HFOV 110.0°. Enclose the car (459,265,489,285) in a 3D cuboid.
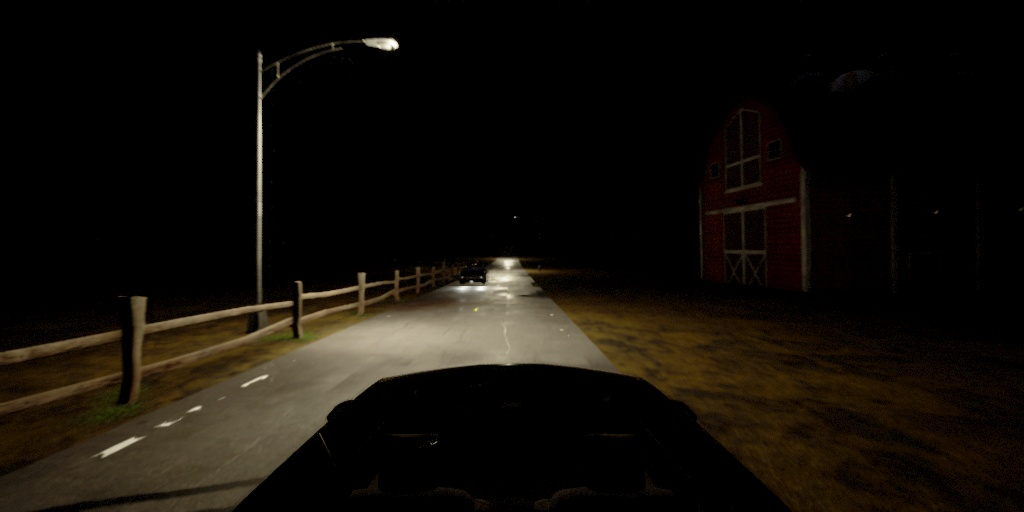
[{"bbox_3d":[-2.749,1.375,27.063,2.033,1.411,5.357,0,0,0],"label":"car"}]
